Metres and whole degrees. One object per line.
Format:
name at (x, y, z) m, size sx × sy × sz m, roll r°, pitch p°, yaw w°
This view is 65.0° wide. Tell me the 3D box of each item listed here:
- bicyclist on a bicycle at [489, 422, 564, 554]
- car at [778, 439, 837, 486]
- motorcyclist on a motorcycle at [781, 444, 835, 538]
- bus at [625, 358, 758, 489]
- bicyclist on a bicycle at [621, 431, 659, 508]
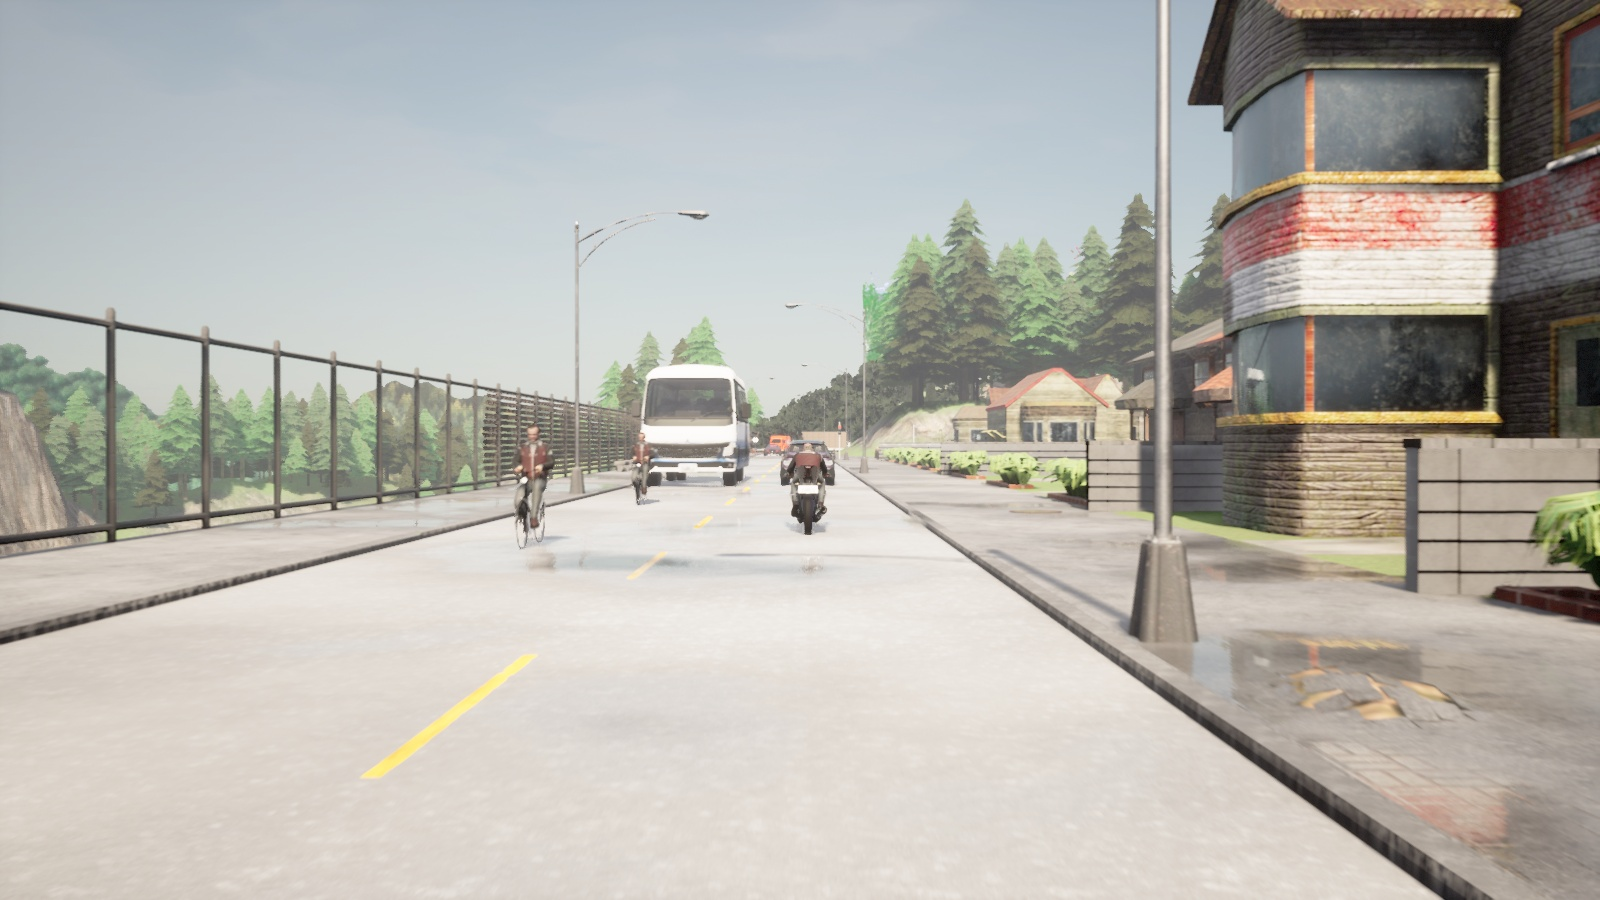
bicyclist on a bicycle at (-3.883, 0.513, 17.926) m, size 0.659 × 1.776 × 1.843 m, roll 0°, pitch 0°, yaw 0°
car at (0.276, 0.418, 45.848) m, size 2.033 × 1.649 × 4.856 m, roll 0°, pitch 0°, yaw 0°
motorcyclist on a motorcycle at (0.138, 0.660, 21.492) m, size 0.866 × 1.530 × 2.191 m, roll 0°, pitch 0°, yaw 0°
bus at (-3.722, -0.893, 46.115) m, size 3.944 × 4.253 × 10.273 m, roll 0°, pitch 0°, yaw 0°
bicyclist on a bicycle at (-3.814, 0.445, 29.961) m, size 0.659 × 1.776 × 1.843 m, roll 0°, pitch 0°, yaw 0°
